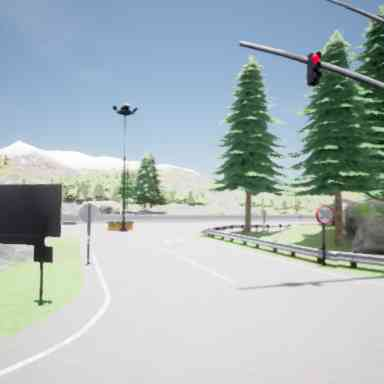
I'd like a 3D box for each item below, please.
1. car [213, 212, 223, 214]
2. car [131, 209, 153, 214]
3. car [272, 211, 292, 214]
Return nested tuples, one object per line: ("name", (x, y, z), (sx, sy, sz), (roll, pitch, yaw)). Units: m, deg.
("car", (5.051, 4.821, 69.468), (4.718, 1.301, 1.895), (1, -3, -19))
("car", (-9.840, 4.248, 64.392), (4.553, 1.767, 2.097), (1, -3, -19))
("car", (20.010, 5.039, 74.645), (5.008, 1.535, 1.882), (1, -3, -19))
